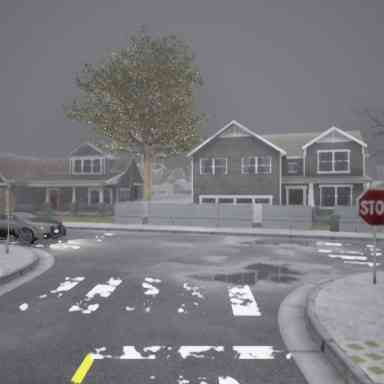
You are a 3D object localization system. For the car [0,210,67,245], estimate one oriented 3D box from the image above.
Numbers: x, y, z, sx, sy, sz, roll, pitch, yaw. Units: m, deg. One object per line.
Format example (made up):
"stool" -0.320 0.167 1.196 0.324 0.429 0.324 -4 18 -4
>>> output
"car" -7.896 1.529 15.081 4.181 1.385 1.994 0 0 13
